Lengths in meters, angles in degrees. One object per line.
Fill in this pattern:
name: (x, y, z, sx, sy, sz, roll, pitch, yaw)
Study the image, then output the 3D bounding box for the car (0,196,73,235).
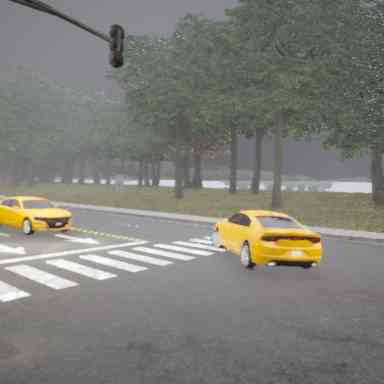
car: (-7.507, 0.970, 15.439, 5.008, 1.535, 1.882, 3, 1, 38)

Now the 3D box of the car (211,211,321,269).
car: (2.128, 1.335, 10.683, 1.882, 1.535, 5.008, 3, 0, -11)
